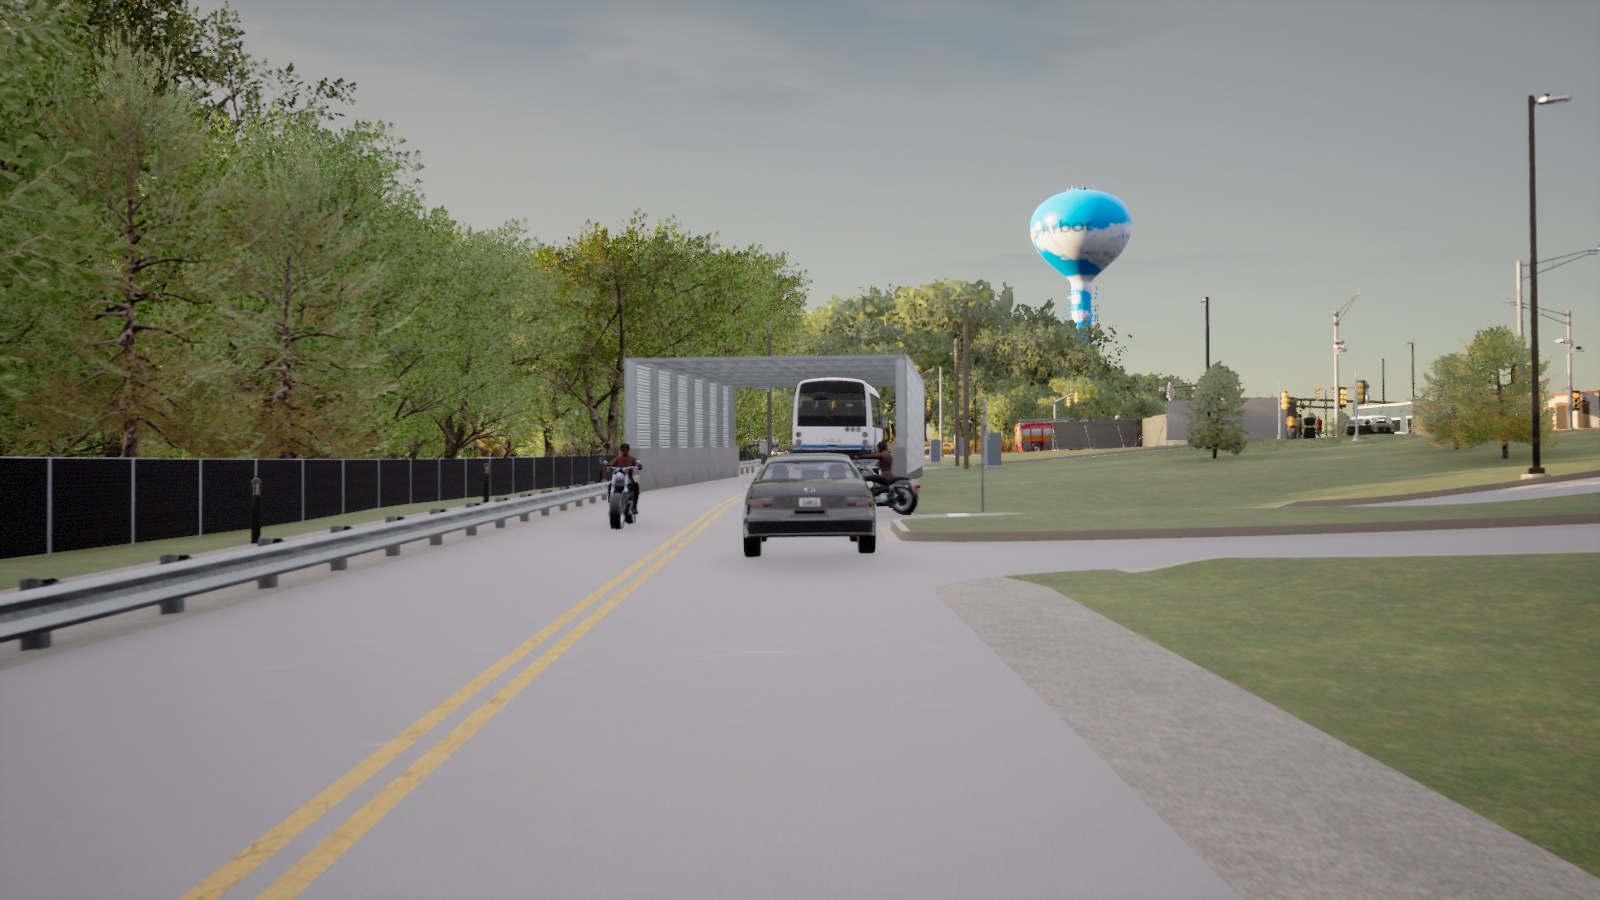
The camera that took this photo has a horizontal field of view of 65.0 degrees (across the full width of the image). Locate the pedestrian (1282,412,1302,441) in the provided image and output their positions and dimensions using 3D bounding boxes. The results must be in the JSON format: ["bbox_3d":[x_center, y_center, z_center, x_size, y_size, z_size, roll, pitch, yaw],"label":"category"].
[{"bbox_3d":[32.739,-1.549,83.554,0.874,1.855,0.900,0,-1,-16],"label":"pedestrian"}]

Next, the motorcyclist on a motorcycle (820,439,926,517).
[{"bbox_3d":[1.586,0.635,27.682,2.350,1.649,0.766,-2,-3,42],"label":"motorcyclist on a motorcycle"}]

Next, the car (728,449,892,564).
[{"bbox_3d":[0.130,0.747,18.343,2.033,1.411,5.357,-1,-1,0],"label":"car"}]

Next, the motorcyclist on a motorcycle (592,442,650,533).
[{"bbox_3d":[-3.361,0.668,23.776,0.766,1.649,2.350,0,0,0],"label":"motorcyclist on a motorcycle"}]

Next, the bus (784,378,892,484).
[{"bbox_3d":[1.883,-0.814,55.681,3.944,4.253,10.273,0,0,6],"label":"bus"}]
